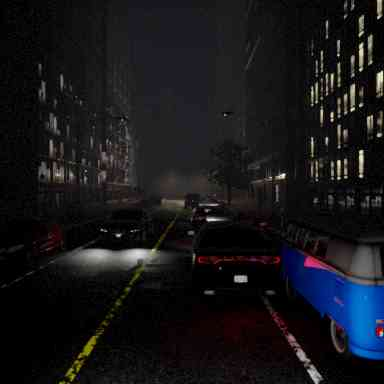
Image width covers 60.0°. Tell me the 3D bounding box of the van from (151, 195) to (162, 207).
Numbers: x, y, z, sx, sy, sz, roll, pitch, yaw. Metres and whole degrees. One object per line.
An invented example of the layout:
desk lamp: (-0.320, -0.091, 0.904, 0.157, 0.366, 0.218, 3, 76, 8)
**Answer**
van: (-5.562, 1.328, 51.251, 1.690, 1.788, 3.998, 0, 0, 0)

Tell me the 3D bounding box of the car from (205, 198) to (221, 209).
car: (2.804, 1.544, 45.534, 2.008, 1.369, 4.403, 0, 0, 0)

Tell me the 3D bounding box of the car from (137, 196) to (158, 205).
car: (-5.591, 1.548, 39.866, 2.008, 1.369, 4.403, 0, 0, 0)

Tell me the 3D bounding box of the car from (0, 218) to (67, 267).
car: (-5.662, 1.582, 11.403, 1.802, 1.307, 4.206, 0, 0, 0)

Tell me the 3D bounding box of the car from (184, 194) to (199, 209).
car: (0.115, 1.215, 44.921, 2.150, 2.045, 5.566, 0, 0, 0)

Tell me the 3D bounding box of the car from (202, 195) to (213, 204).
car: (2.847, 1.410, 62.611, 1.967, 1.590, 4.097, 0, 0, 0)

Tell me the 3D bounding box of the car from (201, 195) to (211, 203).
car: (2.861, 1.401, 68.303, 1.967, 1.590, 4.097, 0, 0, 0)

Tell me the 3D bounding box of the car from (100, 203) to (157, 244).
car: (-2.961, 1.504, 15.836, 1.837, 1.490, 4.892, 0, 0, 0)

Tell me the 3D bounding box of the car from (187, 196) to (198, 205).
car: (0.148, 1.480, 59.474, 1.837, 1.490, 4.892, 0, 0, 0)

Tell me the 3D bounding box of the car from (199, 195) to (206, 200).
car: (2.918, 1.462, 91.074, 1.887, 1.381, 4.507, 0, 0, 0)

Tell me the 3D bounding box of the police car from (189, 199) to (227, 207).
police car: (0.947, 1.425, 18.820, 1.930, 1.638, 5.238, 0, 0, 0)

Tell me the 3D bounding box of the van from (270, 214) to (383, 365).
van: (2.704, 1.341, 5.687, 1.690, 1.788, 3.998, 0, 0, 0)

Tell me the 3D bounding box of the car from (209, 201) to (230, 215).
car: (2.775, 1.581, 34.149, 1.802, 1.307, 4.206, 0, 0, 0)

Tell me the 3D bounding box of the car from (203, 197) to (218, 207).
car: (2.818, 1.538, 51.226, 2.008, 1.369, 4.403, 0, 0, 0)

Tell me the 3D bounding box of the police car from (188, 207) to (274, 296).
police car: (0.922, 1.425, 8.820, 1.930, 1.638, 5.238, 0, 0, 0)

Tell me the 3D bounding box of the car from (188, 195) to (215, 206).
car: (0.960, 1.350, 24.681, 2.097, 1.767, 4.553, 0, 0, 0)
